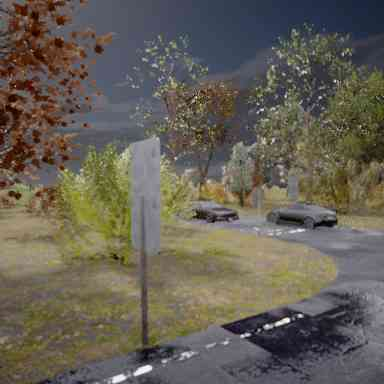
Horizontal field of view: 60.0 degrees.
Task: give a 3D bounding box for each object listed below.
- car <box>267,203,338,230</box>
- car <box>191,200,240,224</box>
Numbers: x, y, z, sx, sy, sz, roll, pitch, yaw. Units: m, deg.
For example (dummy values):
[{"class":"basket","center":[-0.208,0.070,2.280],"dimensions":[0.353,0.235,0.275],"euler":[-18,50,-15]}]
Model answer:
[{"class":"car","center":[6.461,1.349,19.869],"dimensions":[1.994,1.385,4.181],"euler":[-1,1,-32]},{"class":"car","center":[0.871,1.302,22.902],"dimensions":[2.033,1.411,5.357],"euler":[-1,2,-36]}]
